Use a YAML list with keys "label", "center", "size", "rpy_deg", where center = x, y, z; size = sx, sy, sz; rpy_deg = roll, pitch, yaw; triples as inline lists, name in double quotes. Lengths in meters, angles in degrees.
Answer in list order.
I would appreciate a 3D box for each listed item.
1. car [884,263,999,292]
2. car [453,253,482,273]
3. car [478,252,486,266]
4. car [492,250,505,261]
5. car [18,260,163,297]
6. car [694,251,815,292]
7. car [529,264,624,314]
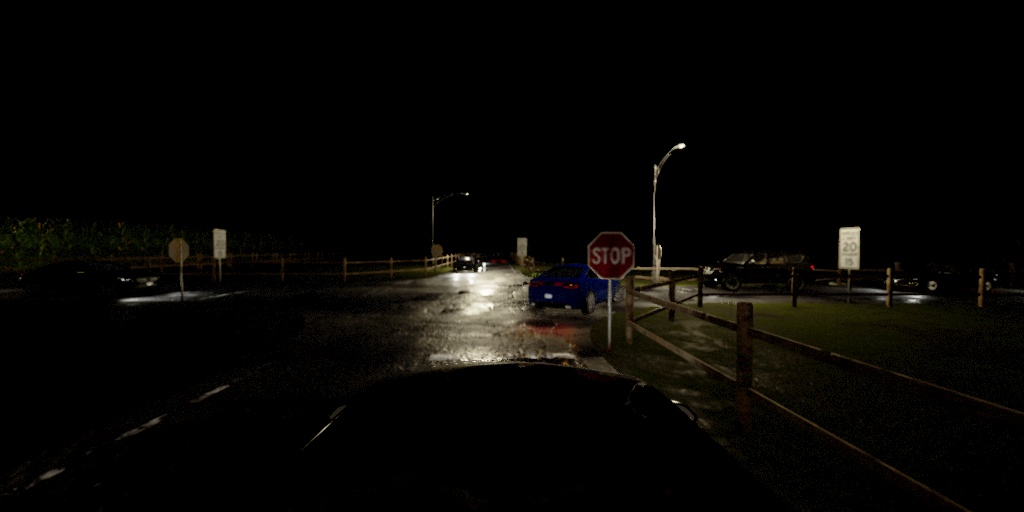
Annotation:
- label: "car"
  center: [22.866, 1.106, 19.196]
  size: [4.892, 1.490, 1.837]
  rpy_deg: [0, 1, -2]
- label: "car"
  center: [-3.995, 0.713, 31.611]
  size: [1.994, 1.385, 4.181]
  rpy_deg: [0, 1, -2]
- label: "car"
  center: [-4.384, 0.452, 41.685]
  size: [1.837, 1.490, 4.892]
  rpy_deg: [0, 1, -2]
- label: "car"
  center: [-2.372, -0.134, 63.101]
  size: [2.097, 1.767, 4.553]
  rpy_deg: [0, 1, -2]
- label: "car"
  center: [-17.584, 0.892, 15.043]
  size: [4.674, 1.442, 1.812]
  rpy_deg: [0, 1, -2]
- label: "car"
  center: [12.711, 0.742, 18.905]
  size: [5.566, 2.045, 2.150]
  rpy_deg: [0, 1, -1]
- label: "car"
  center: [2.442, 1.021, 12.822]
  size: [1.882, 1.535, 5.008]
  rpy_deg: [0, 1, 33]
